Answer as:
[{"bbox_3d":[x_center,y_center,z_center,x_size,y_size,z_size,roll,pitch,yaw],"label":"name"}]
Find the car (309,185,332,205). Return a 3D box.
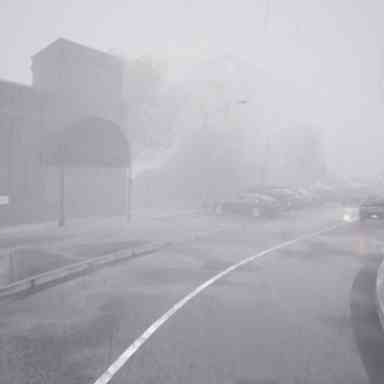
[{"bbox_3d":[8.982,0.410,28.375,4.674,1.452,2.002,1,4,41],"label":"car"}]

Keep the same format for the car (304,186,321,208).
[{"bbox_3d":[7.148,0.540,26.276,4.892,1.521,2.231,1,4,41],"label":"car"}]

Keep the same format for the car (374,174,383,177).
[{"bbox_3d":[25.442,-1.278,47.308,4.553,1.767,2.185,1,4,41],"label":"car"}]

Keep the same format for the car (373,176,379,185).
[{"bbox_3d":[19.864,-0.763,40.906,4.553,1.767,2.185,1,4,41],"label":"car"}]

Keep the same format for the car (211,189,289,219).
[{"bbox_3d":[3.483,0.847,22.049,4.892,1.521,2.231,1,3,41],"label":"car"}]

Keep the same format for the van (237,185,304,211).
[{"bbox_3d":[5.403,0.480,24.079,4.442,1.987,1.878,1,4,41],"label":"van"}]

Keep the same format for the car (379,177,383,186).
[{"bbox_3d":[23.659,-0.953,45.172,4.792,1.488,2.163,1,4,41],"label":"car"}]

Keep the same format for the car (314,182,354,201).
[{"bbox_3d":[12.642,0.033,32.581,4.892,1.521,2.231,1,4,41],"label":"car"}]

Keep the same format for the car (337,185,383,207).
[{"bbox_3d":[13.586,0.429,26.726,1.994,1.385,4.181,1,4,41],"label":"car"}]

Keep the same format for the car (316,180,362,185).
[{"bbox_3d":[14.482,-0.137,34.675,5.008,1.535,2.097,1,4,41],"label":"car"}]

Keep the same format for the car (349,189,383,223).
[{"bbox_3d":[10.821,0.884,18.656,2.128,1.511,4.902,1,4,41],"label":"car"}]

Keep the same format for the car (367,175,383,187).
[{"bbox_3d":[30.984,-1.784,53.574,4.553,1.767,2.185,1,4,41],"label":"car"}]

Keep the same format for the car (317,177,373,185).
[{"bbox_3d":[16.325,-0.557,36.749,5.566,2.045,2.435,1,4,41],"label":"car"}]
